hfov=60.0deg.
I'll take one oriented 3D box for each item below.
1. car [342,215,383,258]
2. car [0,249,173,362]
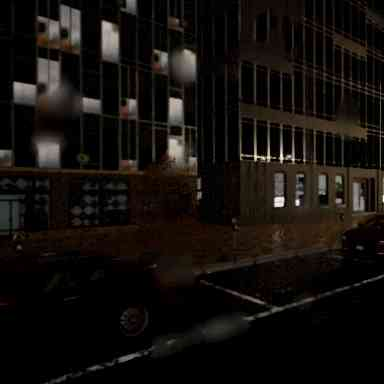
[{"bbox_3d":[6.997,1.459,11.551,4.507,1.381,1.887,0,0,-36],"label":"car"},{"bbox_3d":[-2.270,1.576,4.939,4.206,1.307,1.802,0,0,-36],"label":"car"}]
